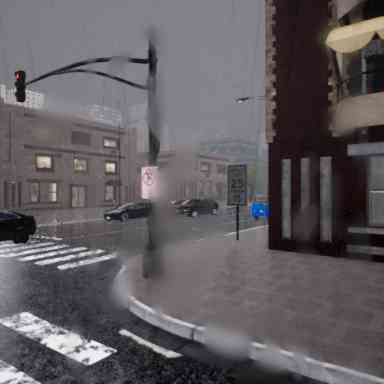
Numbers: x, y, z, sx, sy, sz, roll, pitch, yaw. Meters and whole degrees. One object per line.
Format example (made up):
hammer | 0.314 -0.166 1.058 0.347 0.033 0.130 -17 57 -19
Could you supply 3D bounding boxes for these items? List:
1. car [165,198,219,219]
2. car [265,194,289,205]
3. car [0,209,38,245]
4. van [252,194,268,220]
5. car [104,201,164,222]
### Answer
car | 0.335 1.237 26.324 1.837 1.490 4.892 0 1 35
car | 12.155 1.036 47.364 1.947 1.339 4.313 1 1 35
car | -8.350 1.445 12.739 2.128 1.511 4.902 -1 1 24
van | 5.770 1.046 23.955 1.690 1.788 3.998 1 1 35
car | -4.371 1.357 24.168 1.947 1.339 4.313 1 1 35
